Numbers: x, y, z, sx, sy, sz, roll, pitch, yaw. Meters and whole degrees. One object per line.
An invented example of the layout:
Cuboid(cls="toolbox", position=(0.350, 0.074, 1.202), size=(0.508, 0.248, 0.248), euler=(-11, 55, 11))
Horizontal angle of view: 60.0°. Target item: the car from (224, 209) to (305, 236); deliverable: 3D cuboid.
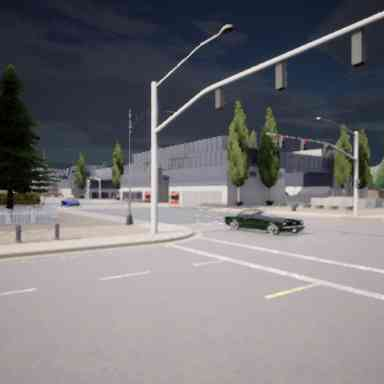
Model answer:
Cuboid(cls="car", position=(4.018, 1.682, 19.009), size=(1.895, 1.301, 4.718), euler=(0, 0, -35))

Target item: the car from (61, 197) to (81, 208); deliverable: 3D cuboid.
Cuboid(cls="car", position=(-18.476, 1.585, 50.597), size=(1.882, 1.535, 5.008), euler=(0, 1, -35))
